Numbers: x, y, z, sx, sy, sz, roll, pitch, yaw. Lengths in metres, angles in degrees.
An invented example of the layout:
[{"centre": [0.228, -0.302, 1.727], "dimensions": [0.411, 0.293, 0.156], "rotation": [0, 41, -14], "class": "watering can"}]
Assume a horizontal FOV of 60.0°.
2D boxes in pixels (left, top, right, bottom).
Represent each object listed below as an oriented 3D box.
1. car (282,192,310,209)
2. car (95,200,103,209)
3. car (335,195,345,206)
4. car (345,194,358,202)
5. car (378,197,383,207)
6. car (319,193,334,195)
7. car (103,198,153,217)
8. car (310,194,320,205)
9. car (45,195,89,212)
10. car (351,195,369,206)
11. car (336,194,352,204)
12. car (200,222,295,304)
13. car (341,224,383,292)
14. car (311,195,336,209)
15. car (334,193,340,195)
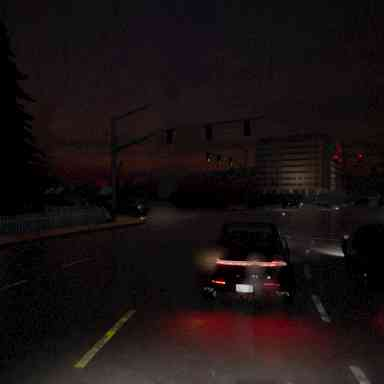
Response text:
[{"centre": [14.393, 1.221, 46.672], "dimensions": [2.150, 2.045, 5.566], "rotation": [0, 0, 32], "class": "car"}, {"centre": [-9.008, 1.547, 38.135], "dimensions": [4.902, 1.511, 2.128], "rotation": [0, 0, 32], "class": "car"}, {"centre": [23.242, 1.601, 54.325], "dimensions": [1.895, 1.301, 4.718], "rotation": [0, 0, 32], "class": "car"}, {"centre": [35.485, 1.348, 74.038], "dimensions": [2.097, 1.767, 4.553], "rotation": [0, 0, 32], "class": "car"}, {"centre": [30.325, 1.547, 52.139], "dimensions": [2.033, 1.411, 5.357], "rotation": [0, 0, 32], "class": "car"}, {"centre": [25.506, 1.223, 64.521], "dimensions": [2.150, 2.045, 5.566], "rotation": [0, 0, 32], "class": "car"}, {"centre": [-5.921, 1.407, 32.067], "dimensions": [4.553, 1.767, 2.097], "rotation": [0, 0, 32], "class": "car"}, {"centre": [19.508, 1.526, 54.940], "dimensions": [1.812, 1.442, 4.674], "rotation": [0, 0, 32], "class": "car"}, {"centre": [-14.044, 1.277, 37.155], "dimensions": [5.566, 2.045, 2.150], "rotation": [0, 0, 32], "class": "car"}, {"centre": [29.012, 1.491, 56.679], "dimensions": [2.128, 1.511, 4.902], "rotation": [0, 0, 32], "class": "car"}, {"centre": [28.784, 1.601, 63.168], "dimensions": [1.895, 1.301, 4.718], "rotation": [0, 0, 32], "class": "car"}, {"centre": [1.448, 1.492, 8.258], "dimensions": [2.128, 1.511, 4.902], "rotation": [0, 0, 12], "class": "car"}, {"centre": [5.200, 1.547, 8.624], "dimensions": [2.033, 1.411, 5.357], "rotation": [0, 0, 16], "class": "car"}, {"centre": [18.457, 1.526, 46.579], "dimensions": [1.812, 1.442, 4.674], "rotation": [0, 0, 32], "class": "car"}, {"centre": [32.894, 1.215, 76.505], "dimensions": [2.150, 2.045, 5.566], "rotation": [0, 0, 32], "class": "car"}]
